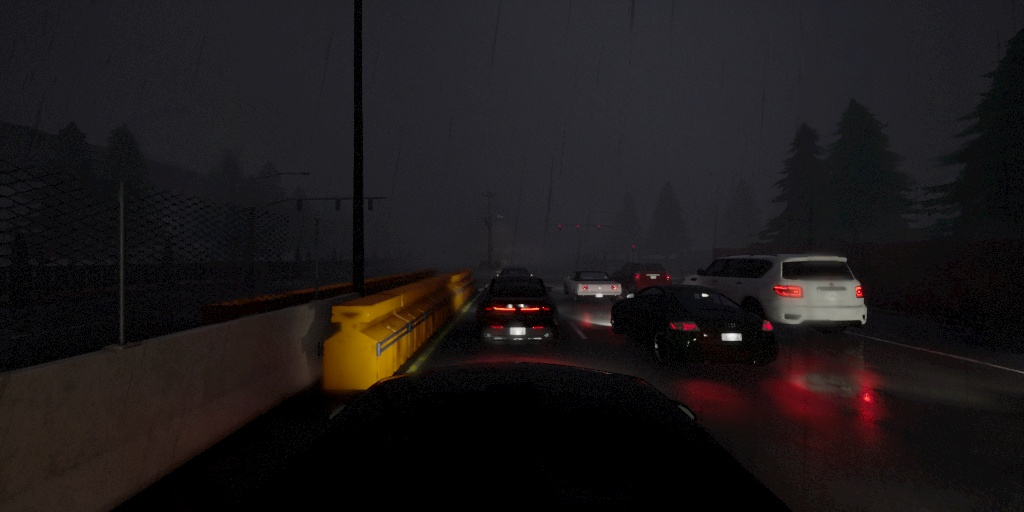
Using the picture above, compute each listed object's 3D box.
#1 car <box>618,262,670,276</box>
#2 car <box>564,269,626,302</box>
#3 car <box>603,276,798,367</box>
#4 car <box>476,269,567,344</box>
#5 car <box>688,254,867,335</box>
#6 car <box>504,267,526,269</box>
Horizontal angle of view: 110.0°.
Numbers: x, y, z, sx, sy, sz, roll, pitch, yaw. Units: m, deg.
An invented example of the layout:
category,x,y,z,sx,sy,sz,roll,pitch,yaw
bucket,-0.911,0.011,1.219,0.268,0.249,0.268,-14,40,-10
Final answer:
category,x,y,z,sx,sy,sz,roll,pitch,yaw
car,7.150,1.102,20.243,2.097,1.767,4.553,0,0,0
car,3.642,1.351,17.139,1.895,1.301,4.718,0,0,0
car,3.625,1.314,7.958,1.994,1.385,4.181,0,0,-1
car,0.121,1.255,9.587,1.837,1.490,4.892,0,0,0
car,7.125,0.971,10.657,2.150,2.045,5.566,0,0,0
car,0.145,1.297,19.105,2.033,1.411,5.357,0,0,0
